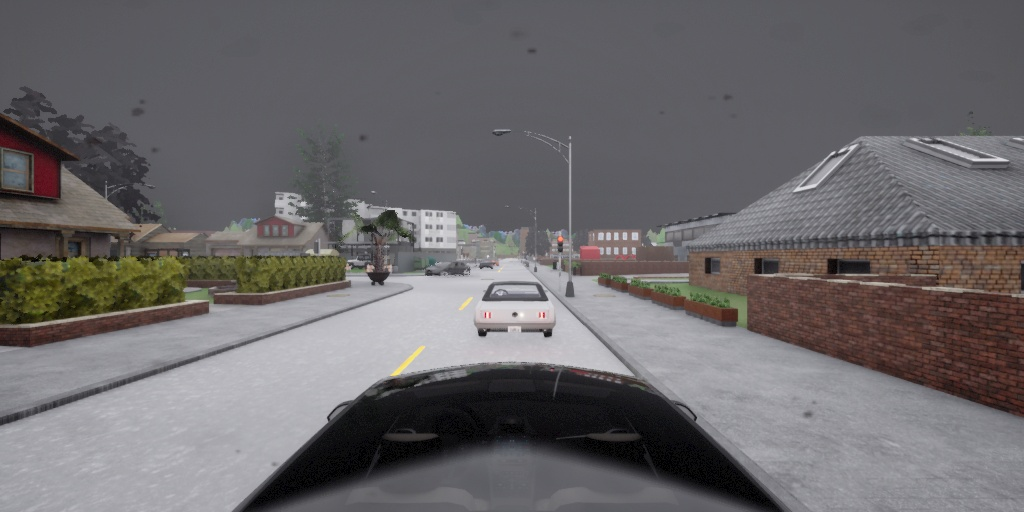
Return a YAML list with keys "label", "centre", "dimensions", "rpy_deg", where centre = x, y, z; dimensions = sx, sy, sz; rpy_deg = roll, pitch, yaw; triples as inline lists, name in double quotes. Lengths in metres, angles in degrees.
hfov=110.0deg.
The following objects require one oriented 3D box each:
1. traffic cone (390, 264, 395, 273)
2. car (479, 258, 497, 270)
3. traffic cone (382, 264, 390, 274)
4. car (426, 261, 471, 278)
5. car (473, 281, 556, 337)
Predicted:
- label: "traffic cone"
  centre: [-15.152, 1.558, 44.755]
  dimensions: [0.344, 0.586, 0.344]
  rpy_deg: [0, 0, 0]
- label: "car"
  centre: [-3.805, 1.297, 53.974]
  dimensions: [2.033, 1.411, 5.357]
  rpy_deg: [0, 0, 0]
- label: "traffic cone"
  centre: [-15.516, 1.561, 44.187]
  dimensions: [0.344, 0.586, 0.344]
  rpy_deg: [0, 0, 0]
- label: "car"
  centre: [-5.967, 1.257, 34.216]
  dimensions: [1.837, 1.490, 4.892]
  rpy_deg: [4, 2, 36]
- label: "car"
  centre: [0.098, 1.351, 10.234]
  dimensions: [1.895, 1.301, 4.718]
  rpy_deg: [0, 0, 1]
